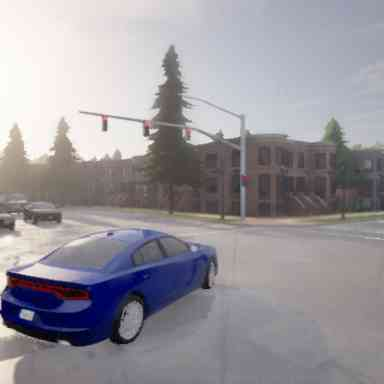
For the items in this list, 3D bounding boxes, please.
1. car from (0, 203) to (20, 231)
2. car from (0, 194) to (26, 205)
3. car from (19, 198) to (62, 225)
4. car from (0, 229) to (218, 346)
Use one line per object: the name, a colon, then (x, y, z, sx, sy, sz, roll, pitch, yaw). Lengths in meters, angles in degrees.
car: (-11.786, 1.562, 19.655, 1.994, 1.385, 4.181, 0, 0, -36)
car: (-17.280, 1.218, 32.322, 2.150, 2.045, 5.566, 0, 0, -44)
car: (-11.124, 1.474, 24.649, 1.882, 1.535, 5.008, 0, 0, -37)
car: (-1.087, 1.476, 6.625, 1.882, 1.535, 5.008, 1, 0, 26)
